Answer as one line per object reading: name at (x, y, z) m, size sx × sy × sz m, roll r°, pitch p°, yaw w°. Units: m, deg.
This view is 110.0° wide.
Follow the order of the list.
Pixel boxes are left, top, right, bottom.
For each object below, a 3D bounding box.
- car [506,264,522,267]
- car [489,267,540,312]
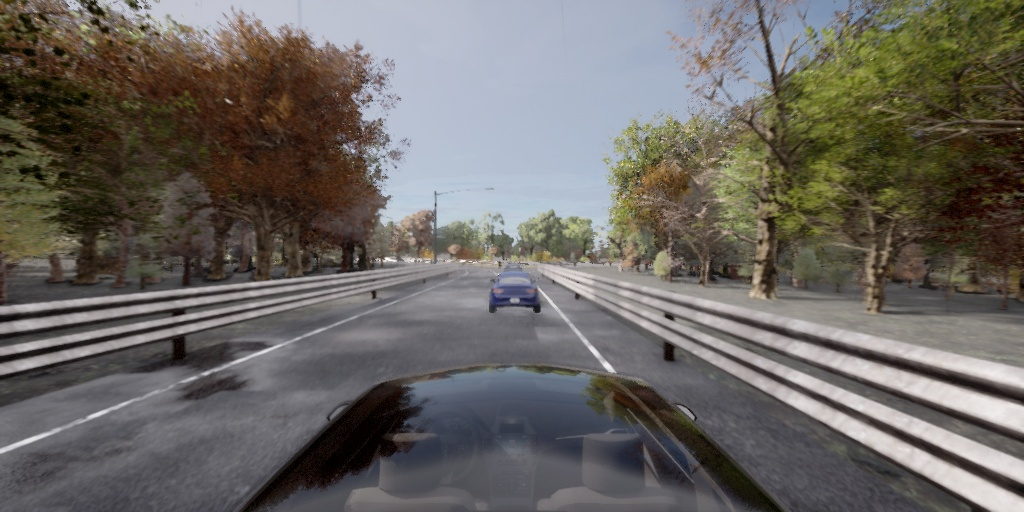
car at (0.112, 1.473, 33.785) m, size 1.994 × 1.385 × 4.181 m, roll 0°, pitch 0°, yaw 0°
car at (0.101, 1.337, 14.362) m, size 1.812 × 1.442 × 4.674 m, roll 0°, pitch 0°, yaw 0°
